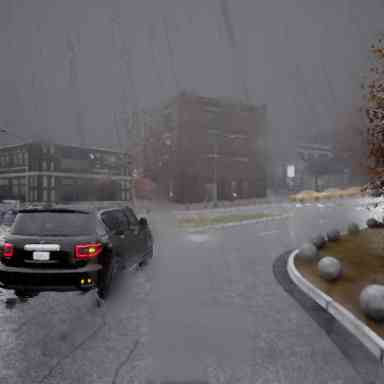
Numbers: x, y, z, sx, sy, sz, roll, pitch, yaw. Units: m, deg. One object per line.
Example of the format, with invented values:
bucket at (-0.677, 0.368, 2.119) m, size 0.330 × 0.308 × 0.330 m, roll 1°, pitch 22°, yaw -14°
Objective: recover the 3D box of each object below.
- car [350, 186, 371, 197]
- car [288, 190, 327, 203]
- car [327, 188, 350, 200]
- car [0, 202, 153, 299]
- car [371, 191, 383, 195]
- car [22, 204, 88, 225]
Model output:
car at (24.609, -0.051, 50.992) m, size 5.366 × 1.575 × 1.946 m, roll -4°, pitch 2°, yaw -33°
car at (15.328, 0.534, 45.028) m, size 5.366 × 1.575 × 1.946 m, roll -4°, pitch 2°, yaw -33°
car at (19.970, 0.240, 48.005) m, size 5.366 × 1.575 × 1.946 m, roll -4°, pitch 2°, yaw -33°
car at (-2.549, 1.290, 8.808) m, size 2.150 × 2.045 × 5.566 m, roll 0°, pitch -1°, yaw 5°
car at (29.476, -0.604, 54.124) m, size 5.566 × 2.045 × 2.435 m, roll -4°, pitch 2°, yaw -33°
car at (-10.962, 1.718, 26.499) m, size 5.357 × 1.411 × 2.033 m, roll -1°, pitch -1°, yaw 30°
